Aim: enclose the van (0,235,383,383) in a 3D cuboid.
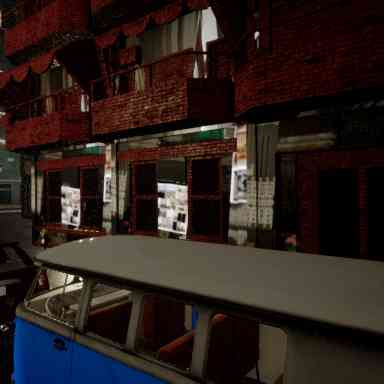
[{"bbox_3d":[0.184,1.341,2.604,3.998,1.788,1.690,0,-1,36],"label":"van"}]
